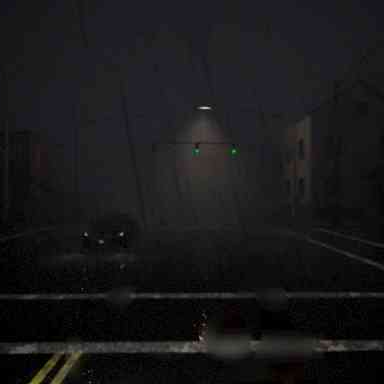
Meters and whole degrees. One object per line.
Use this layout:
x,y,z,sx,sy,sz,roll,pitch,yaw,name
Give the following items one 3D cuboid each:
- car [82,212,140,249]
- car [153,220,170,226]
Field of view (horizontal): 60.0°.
-3.509,1.664,15.207,1.812,1.442,4.674,0,0,0,car
-3.618,4.061,39.625,1.994,1.385,4.181,0,-10,-1,car
